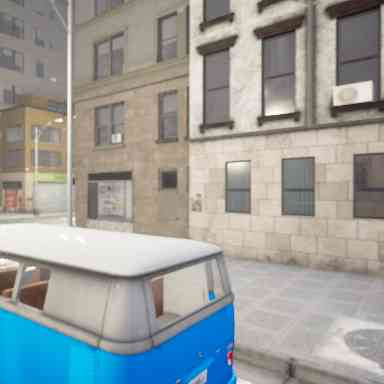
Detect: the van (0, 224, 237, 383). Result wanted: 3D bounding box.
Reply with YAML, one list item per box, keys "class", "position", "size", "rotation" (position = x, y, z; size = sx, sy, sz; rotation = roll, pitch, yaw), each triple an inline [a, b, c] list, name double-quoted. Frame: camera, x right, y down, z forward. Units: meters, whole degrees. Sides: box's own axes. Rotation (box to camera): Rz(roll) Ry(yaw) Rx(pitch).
- class: "van"
  position: [-1.463, 1.336, 3.834]
  size: [3.998, 1.788, 1.690]
  rotation: [0, 0, 35]
